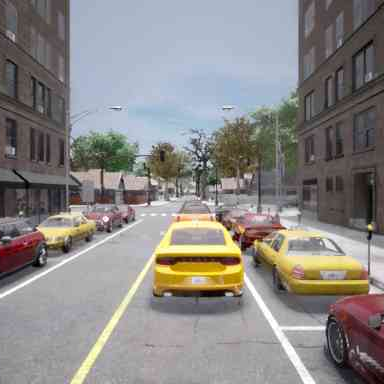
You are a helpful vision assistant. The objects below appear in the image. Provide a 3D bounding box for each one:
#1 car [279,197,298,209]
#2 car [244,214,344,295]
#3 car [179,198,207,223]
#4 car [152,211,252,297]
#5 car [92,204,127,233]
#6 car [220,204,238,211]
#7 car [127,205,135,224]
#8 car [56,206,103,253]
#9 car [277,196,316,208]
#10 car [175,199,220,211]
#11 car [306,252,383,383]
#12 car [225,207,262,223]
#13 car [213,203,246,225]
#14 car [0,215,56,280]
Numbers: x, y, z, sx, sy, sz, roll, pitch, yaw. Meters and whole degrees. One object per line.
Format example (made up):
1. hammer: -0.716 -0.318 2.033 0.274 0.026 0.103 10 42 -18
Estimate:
1. car: 14.399 1.456 44.627 4.674 1.442 1.812 0 0 2
2. car: 2.663 1.528 8.566 1.752 1.417 4.829 0 0 0
3. car: 0.085 1.365 26.636 2.097 1.767 4.553 0 0 0
4. car: 0.129 1.480 8.612 1.882 1.535 5.008 0 0 0
5. car: -5.327 1.448 19.456 1.967 1.590 4.097 0 0 0
6. car: 2.698 1.590 19.432 1.802 1.307 4.206 0 0 0
7. car: -5.310 1.593 24.975 1.802 1.307 4.206 0 0 0
8. car: -5.346 1.530 13.767 1.752 1.417 4.829 0 0 0
9. car: 14.985 1.419 47.885 4.902 1.511 2.128 0 0 0
10. car: 0.156 1.359 17.794 2.097 1.767 4.553 0 0 0
11. car: 2.644 1.582 2.877 1.802 1.307 4.206 0 0 0
12. car: 2.680 1.550 13.914 1.887 1.381 4.507 0 0 0
13. car: 2.716 1.577 24.950 1.947 1.339 4.313 0 0 0
14. car: -5.363 1.442 8.418 1.967 1.590 4.097 0 0 0
